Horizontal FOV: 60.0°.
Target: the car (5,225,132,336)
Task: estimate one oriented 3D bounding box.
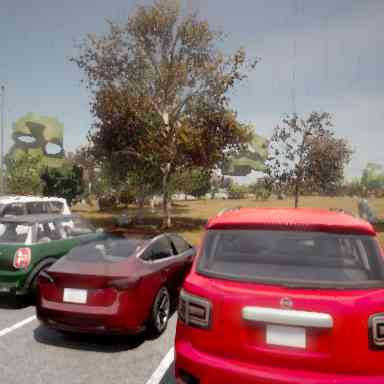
[{"bbox_3d":[-1.013,1.501,6.851,2.163,1.488,4.792,0,-1,15],"label":"car"}]

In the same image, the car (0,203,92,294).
[{"bbox_3d":[-3.458,1.323,8.500,2.185,1.767,4.553,1,0,15],"label":"car"}]

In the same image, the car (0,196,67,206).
[{"bbox_3d":[-5.893,1.166,10.198,2.435,2.045,5.566,1,0,15],"label":"car"}]

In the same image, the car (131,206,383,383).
[{"bbox_3d":[1.419,1.233,5.136,2.435,2.045,5.566,0,-1,15],"label":"car"}]
